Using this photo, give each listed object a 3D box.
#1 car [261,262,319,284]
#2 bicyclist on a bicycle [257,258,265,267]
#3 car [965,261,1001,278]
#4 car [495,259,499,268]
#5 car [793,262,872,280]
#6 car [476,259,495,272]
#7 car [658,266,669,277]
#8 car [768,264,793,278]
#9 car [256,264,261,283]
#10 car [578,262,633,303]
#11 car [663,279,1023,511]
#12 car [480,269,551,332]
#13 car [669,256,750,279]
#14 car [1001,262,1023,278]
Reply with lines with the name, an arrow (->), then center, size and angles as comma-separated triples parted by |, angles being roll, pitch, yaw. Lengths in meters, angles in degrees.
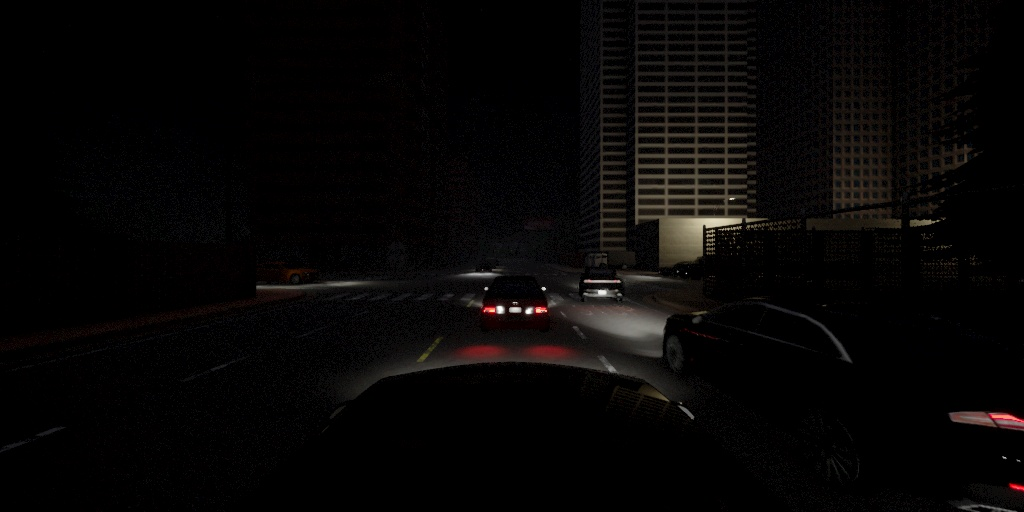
car -> -16.461, 1.172, 25.545 | 5.008, 1.535, 1.882 | 0, 0, 1
bicyclist on a bicycle -> -26.482, 0.995, 37.788 | 0.582, 1.620, 1.656 | 0, 0, 10
car -> 44.166, 1.200, 32.713 | 4.892, 1.490, 1.837 | 0, 0, 0
car -> -3.523, 1.228, 56.008 | 1.882, 1.535, 5.008 | 0, 0, 0
car -> 26.323, 1.172, 29.219 | 5.008, 1.535, 1.882 | 0, 0, 0
car -> -3.517, 1.351, 45.523 | 1.895, 1.301, 4.718 | 0, 0, 0
car -> 15.892, 1.199, 32.713 | 4.892, 1.490, 1.837 | 0, 0, 0
car -> 25.817, 1.172, 32.719 | 5.008, 1.535, 1.882 | 0, 0, 0
car -> -18.708, 1.049, 22.199 | 4.553, 1.767, 2.097 | 0, 0, 3
car -> 4.179, 1.239, 16.864 | 2.128, 1.511, 4.902 | 0, 0, 12
car -> 3.606, 1.242, 4.490 | 2.128, 1.511, 4.902 | 0, 0, 0
car -> 0.090, 1.297, 10.824 | 2.033, 1.411, 5.357 | 0, 0, 0
car -> 16.274, 0.917, 29.212 | 5.566, 2.045, 2.150 | 0, 0, 0
car -> 43.756, 1.199, 29.214 | 4.892, 1.490, 1.837 | 0, 0, 0
